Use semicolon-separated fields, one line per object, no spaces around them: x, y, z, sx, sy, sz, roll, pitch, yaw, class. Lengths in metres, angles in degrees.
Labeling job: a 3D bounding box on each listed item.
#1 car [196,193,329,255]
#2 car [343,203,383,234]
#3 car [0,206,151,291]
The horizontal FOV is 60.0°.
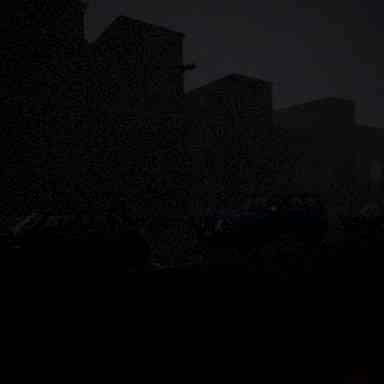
2.846;1.046;12.632;5.566;2.045;2.435;0;0;-33;car
10.130;1.318;17.838;5.008;1.535;2.097;0;0;-33;car
-3.379;1.173;8.179;4.553;1.767;2.185;1;0;-33;car
